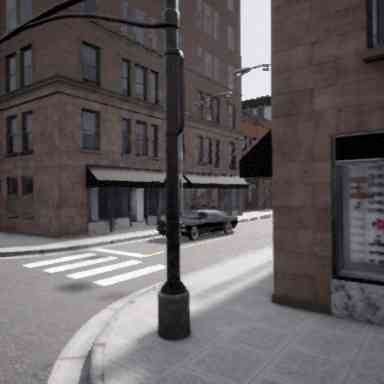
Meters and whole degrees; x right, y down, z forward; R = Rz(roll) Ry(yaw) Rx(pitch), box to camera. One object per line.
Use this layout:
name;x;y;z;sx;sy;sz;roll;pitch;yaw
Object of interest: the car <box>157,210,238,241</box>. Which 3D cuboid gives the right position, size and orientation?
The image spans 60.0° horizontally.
car;0.399;1.607;17.117;1.895;1.301;4.718;-1;0;39
